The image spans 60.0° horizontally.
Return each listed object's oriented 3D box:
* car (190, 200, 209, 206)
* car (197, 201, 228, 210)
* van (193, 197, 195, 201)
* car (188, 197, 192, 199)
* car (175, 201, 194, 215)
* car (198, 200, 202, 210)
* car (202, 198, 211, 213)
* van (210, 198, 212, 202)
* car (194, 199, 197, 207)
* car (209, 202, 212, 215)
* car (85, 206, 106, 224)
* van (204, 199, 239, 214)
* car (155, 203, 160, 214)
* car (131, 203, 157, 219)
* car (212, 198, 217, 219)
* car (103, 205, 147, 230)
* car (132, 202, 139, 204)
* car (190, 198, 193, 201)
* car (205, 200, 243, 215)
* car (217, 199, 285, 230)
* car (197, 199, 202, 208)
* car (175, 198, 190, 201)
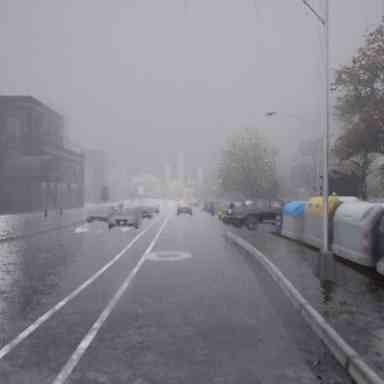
[{"bbox_3d":[1.917,2.769,85.198,4.674,1.452,2.002,1,-1,-25],"label":"car"},{"bbox_3d":[3.584,2.395,58.552,4.892,1.521,2.231,1,-1,-23],"label":"car"},{"bbox_3d":[3.066,2.334,70.475,4.442,1.987,1.878,1,-1,-24],"label":"van"},{"bbox_3d":[2.128,2.737,82.251,4.674,1.452,2.002,0,0,-24],"label":"car"},{"bbox_3d":[-1.001,2.173,42.710,1.812,1.442,4.674,0,-1,-2],"label":"car"},{"bbox_3d":[3.959,2.282,49.667,4.792,1.488,2.163,1,-1,-22],"label":"car"},{"bbox_3d":[4.421,1.790,37.836,5.566,2.045,2.435,1,-1,-22],"label":"car"},{"bbox_3d":[4.611,1.760,34.915,4.442,1.987,1.878,1,-2,-22],"label":"van"},{"bbox_3d":[3.533,2.342,55.511,5.366,1.575,1.946,1,-1,-22],"label":"car"},{"bbox_3d":[4.571,1.859,28.863,5.366,1.575,1.946,1,-1,-22],"label":"car"},{"bbox_3d":[-7.612,1.929,28.698,2.033,1.411,5.357,0,-1,-2],"label":"car"},{"bbox_3d":[4.154,1.978,46.748,4.442,1.987,1.878,1,-1,-22],"label":"van"},{"bbox_3d":[-5.444,2.227,45.660,1.812,1.442,4.674,0,-1,-2],"label":"car"},{"bbox_3d":[-5.012,2.092,34.241,1.895,1.301,4.718,0,-1,-2],"label":"car"},{"bbox_3d":[4.824,1.554,25.978,5.566,2.045,2.435,1,-1,-22],"label":"car"},{"bbox_3d":[-4.597,1.837,23.374,1.994,1.385,4.181,0,-1,-2],"label":"car"},{"bbox_3d":[-8.409,2.308,50.388,1.812,1.442,4.674,0,-1,-2],"label":"car"},{"bbox_3d":[2.768,2.595,73.387,5.008,1.535,2.097,1,-1,-24],"label":"car"},{"bbox_3d":[4.192,2.025,43.747,4.553,1.767,2.185,1,-1,-22],"label":"car"},{"bbox_3d":[4.984,1.495,23.055,5.566,2.045,2.435,1,-2,-22],"label":"car"},{"bbox_3d":[3.993,2.302,52.685,5.366,1.575,1.946,1,-1,-22],"label":"car"},{"bbox_3d":[-1.999,2.466,64.052,1.882,1.535,5.008,0,-1,-3],"label":"car"}]
